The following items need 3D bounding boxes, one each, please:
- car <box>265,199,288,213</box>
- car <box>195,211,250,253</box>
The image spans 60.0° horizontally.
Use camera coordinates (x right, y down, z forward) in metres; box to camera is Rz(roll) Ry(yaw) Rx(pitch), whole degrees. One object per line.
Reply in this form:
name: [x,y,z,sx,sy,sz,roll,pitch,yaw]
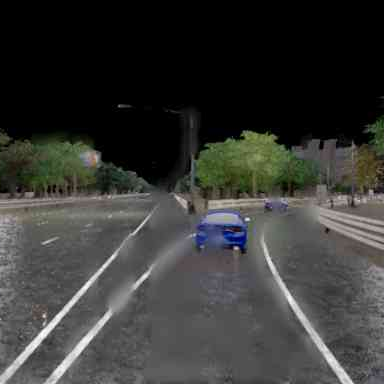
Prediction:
car: [9.973,1.556,39.053,1.882,1.535,5.008,0,0,28]
car: [1.372,1.509,13.941,1.882,1.535,5.008,0,0,10]
